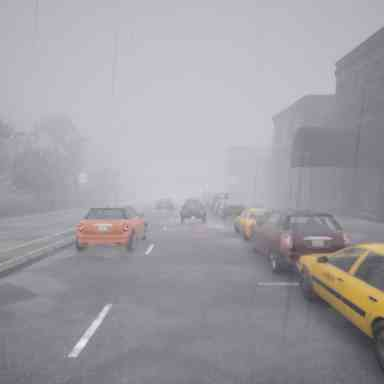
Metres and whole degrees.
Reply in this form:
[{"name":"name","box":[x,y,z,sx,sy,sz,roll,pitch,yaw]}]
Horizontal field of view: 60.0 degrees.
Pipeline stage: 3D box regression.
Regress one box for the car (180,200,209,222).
[{"name":"car","box":[0.089,1.530,25.977,1.895,1.301,4.718,0,0,0]}]

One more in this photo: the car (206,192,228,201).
[{"name":"car","box":[3.204,1.124,38.457,2.435,2.045,5.566,0,0,0]}]

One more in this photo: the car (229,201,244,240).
[{"name":"car","box":[3.224,1.432,16.390,1.946,1.575,5.366,0,0,0]}]

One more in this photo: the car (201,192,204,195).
[{"name":"car","box":[3.240,1.313,62.062,2.231,1.521,4.892,0,0,1]}]

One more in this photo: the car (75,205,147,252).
[{"name":"car","box":[-3.153,1.314,13.882,2.097,1.767,4.553,0,0,0]}]

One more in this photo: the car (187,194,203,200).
[{"name":"car","box":[0.076,1.391,42.184,1.837,1.490,4.892,0,0,0]}]

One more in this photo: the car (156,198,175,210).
[{"name":"car","box":[-3.172,1.455,39.961,1.994,1.385,4.181,0,0,0]}]

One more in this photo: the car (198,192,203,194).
[{"name":"car","box":[3.176,1.035,71.482,2.435,2.045,5.566,0,0,0]}]

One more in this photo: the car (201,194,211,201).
[{"name":"car","box":[3.171,1.272,76.973,2.231,1.521,4.892,0,0,0]}]

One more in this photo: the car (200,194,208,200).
[{"name":"car","box":[3.166,1.270,88.061,2.163,1.488,4.792,0,0,0]}]

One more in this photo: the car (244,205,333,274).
[{"name":"car","box":[3.226,1.325,10.646,2.185,1.767,4.553,0,0,0]}]

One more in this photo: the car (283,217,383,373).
[{"name":"car","box":[3.223,1.462,5.337,1.946,1.575,5.366,0,0,0]}]

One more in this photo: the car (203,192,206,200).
[{"name":"car","box":[3.195,1.220,49.448,2.185,1.767,4.553,0,0,0]}]

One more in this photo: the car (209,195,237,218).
[{"name":"car","box":[3.211,1.392,32.774,2.231,1.521,4.892,0,0,0]}]
